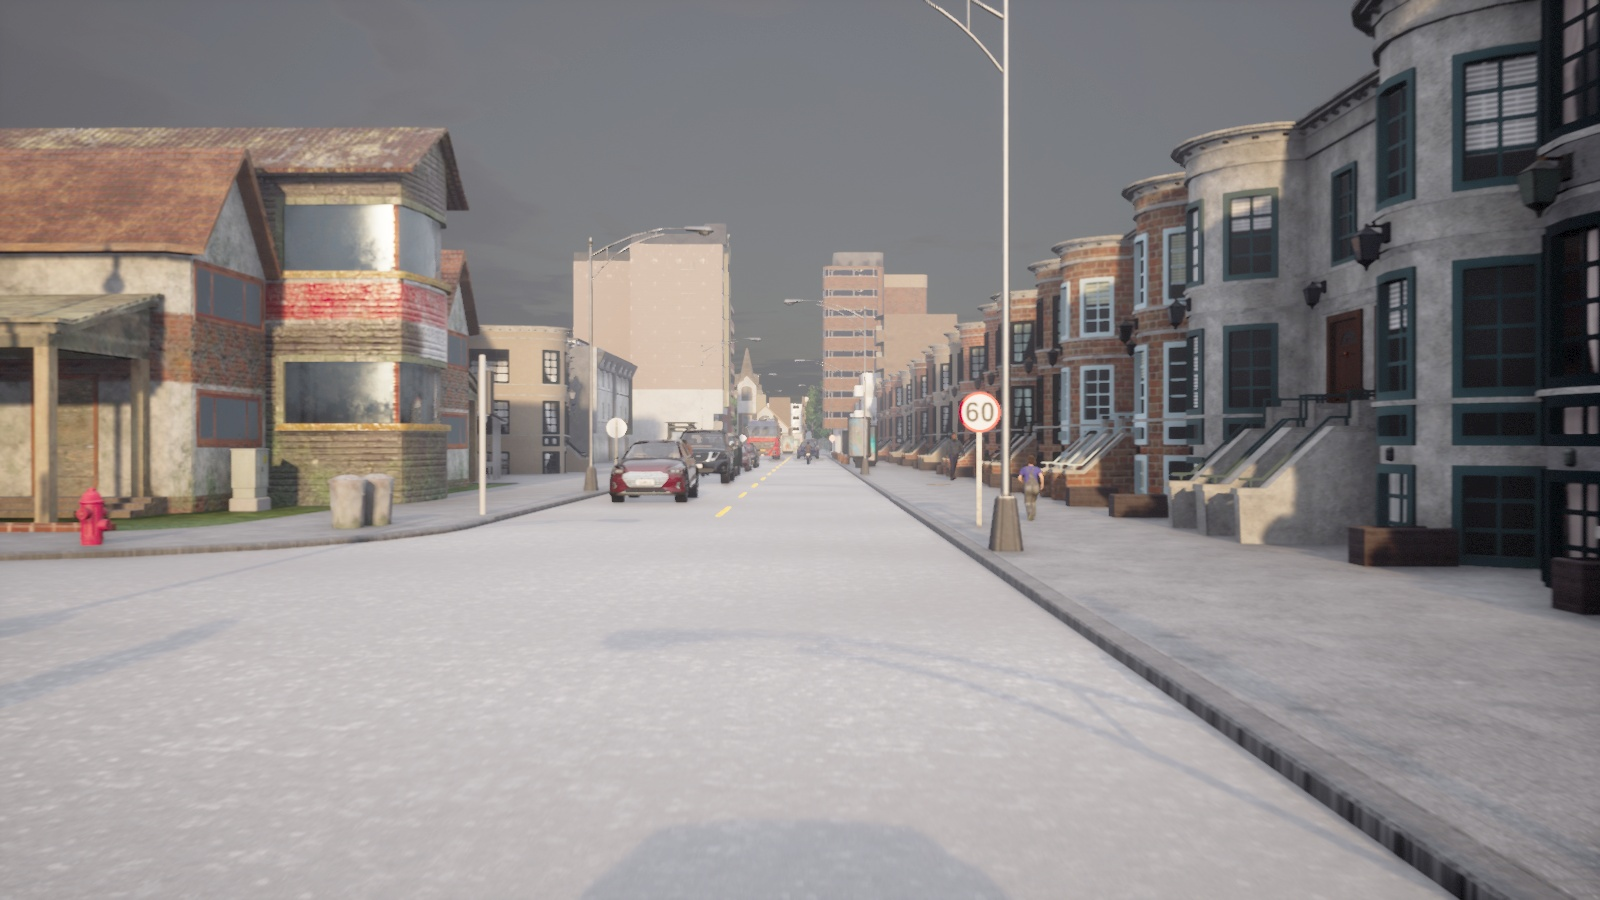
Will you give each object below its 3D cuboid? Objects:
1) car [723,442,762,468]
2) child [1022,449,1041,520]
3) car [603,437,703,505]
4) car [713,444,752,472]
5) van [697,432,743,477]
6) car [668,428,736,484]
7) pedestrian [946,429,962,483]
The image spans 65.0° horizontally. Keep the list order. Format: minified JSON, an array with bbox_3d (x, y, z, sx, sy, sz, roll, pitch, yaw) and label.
[{"bbox_3d":[-3.491,0.289,77.162,2.128,1.511,4.902,0,0,0],"label":"car"},{"bbox_3d":[4.190,0.618,22.758,0.270,1.263,0.437,0,0,1],"label":"child"},{"bbox_3d":[-3.778,0.497,33.105,2.033,1.649,4.856,0,0,1],"label":"car"},{"bbox_3d":[-3.561,0.411,67.259,1.812,1.442,4.674,0,0,0],"label":"car"},{"bbox_3d":[-3.621,0.190,57.465,1.775,1.987,4.442,0,0,0],"label":"van"},{"bbox_3d":[-3.684,0.206,48.169,2.150,2.045,5.566,0,0,0],"label":"car"},{"bbox_3d":[5.666,0.215,46.221,0.423,1.949,0.788,0,0,-4],"label":"pedestrian"}]
